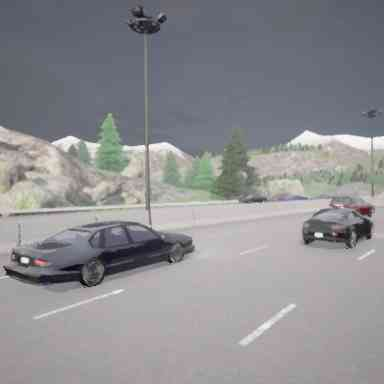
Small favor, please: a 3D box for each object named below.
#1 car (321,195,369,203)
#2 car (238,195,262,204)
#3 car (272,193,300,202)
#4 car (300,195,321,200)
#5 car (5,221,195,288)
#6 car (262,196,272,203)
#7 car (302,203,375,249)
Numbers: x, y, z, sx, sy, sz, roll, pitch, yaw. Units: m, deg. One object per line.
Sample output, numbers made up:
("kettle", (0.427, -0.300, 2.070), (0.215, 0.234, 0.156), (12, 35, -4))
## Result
("car", (11.899, 1.091, 24.883), (4.553, 1.767, 2.097), (-1, 0, -44))
("car", (9.200, 1.139, 50.525), (5.008, 1.535, 1.882), (-1, 0, -38))
("car", (13.607, 1.106, 45.091), (5.008, 1.535, 1.882), (-1, 0, -38))
("car", (16.744, 1.089, 43.109), (4.902, 1.511, 2.128), (-1, 0, -38))
("car", (-2.186, 1.537, 9.404), (2.033, 1.411, 5.357), (-1, 0, 38))
("car", (13.132, 0.968, 49.170), (4.553, 1.767, 2.097), (-1, 0, -37))
("car", (6.175, 1.387, 13.941), (1.812, 1.442, 4.674), (-1, 0, 41))
